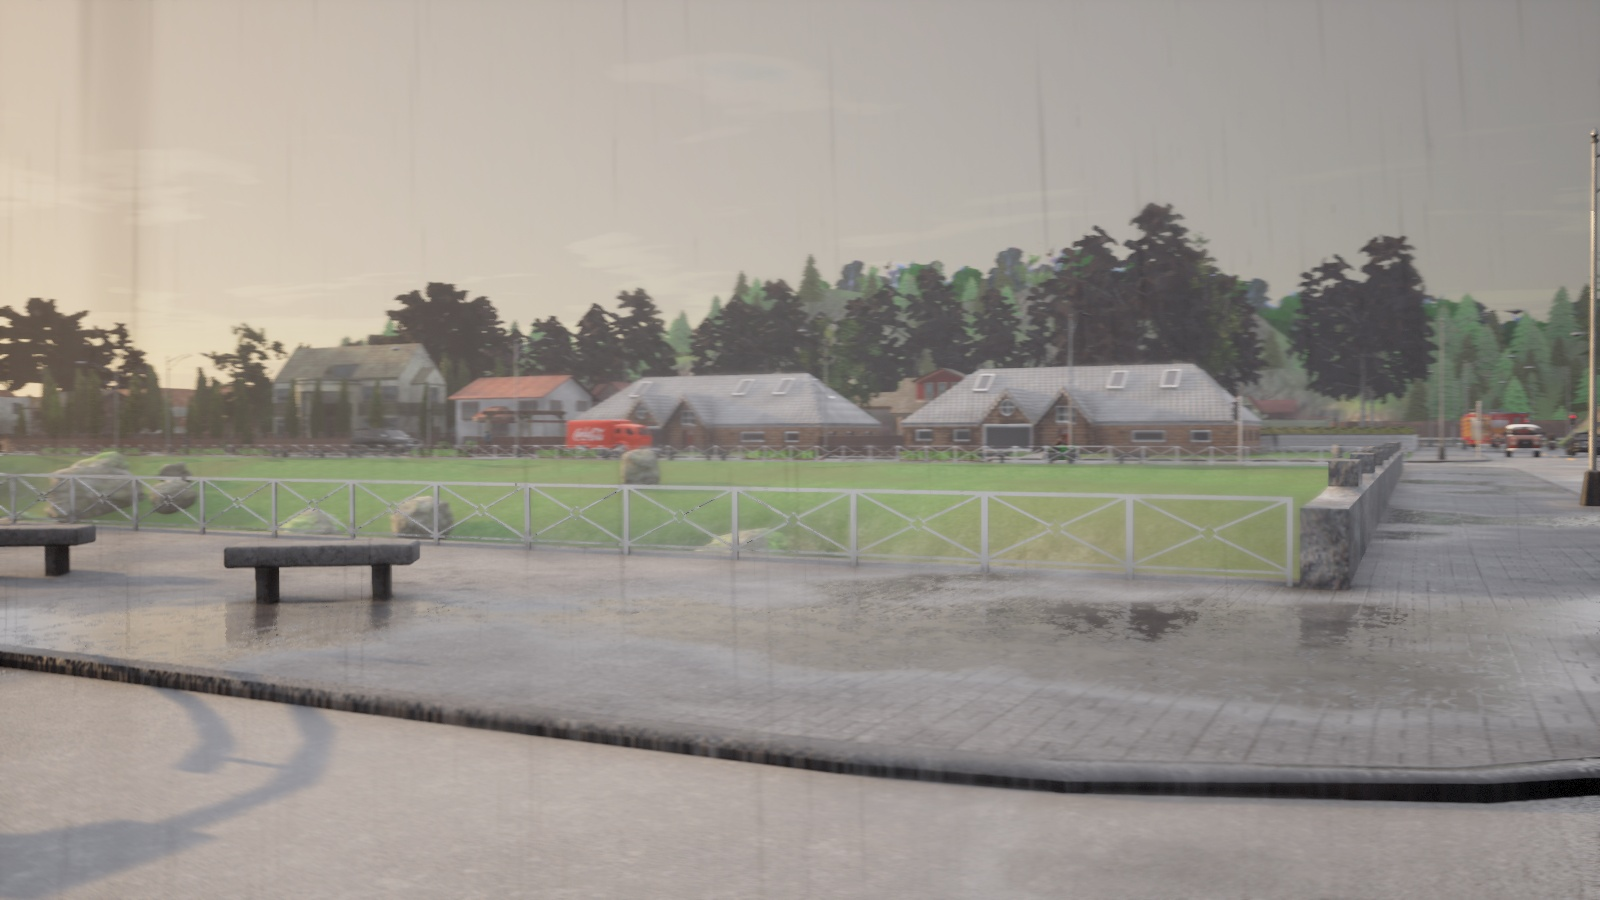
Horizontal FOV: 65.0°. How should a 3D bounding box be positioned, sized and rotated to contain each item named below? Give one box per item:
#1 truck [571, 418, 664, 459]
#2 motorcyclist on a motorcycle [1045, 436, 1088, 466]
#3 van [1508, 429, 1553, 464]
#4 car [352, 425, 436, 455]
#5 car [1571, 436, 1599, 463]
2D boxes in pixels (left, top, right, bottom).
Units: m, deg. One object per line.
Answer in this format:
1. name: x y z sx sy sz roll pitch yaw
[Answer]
1. truck: -11.391 -0.720 78.370 5.204 2.467 2.627 1 1 27
2. motorcyclist on a motorcycle: 13.936 0.031 65.601 2.044 1.523 0.797 1 1 27
3. van: 44.486 -0.226 76.538 2.069 2.038 4.480 1 1 27
4. car: -28.065 -0.701 86.781 5.566 2.045 2.150 1 1 27
5. car: 51.530 -0.052 81.623 2.033 1.649 4.856 1 1 27
